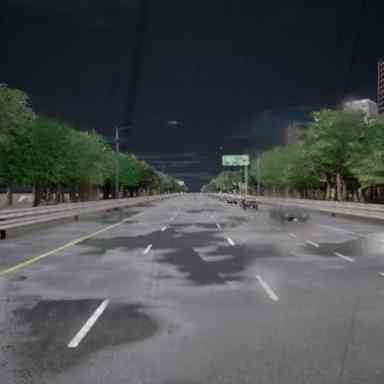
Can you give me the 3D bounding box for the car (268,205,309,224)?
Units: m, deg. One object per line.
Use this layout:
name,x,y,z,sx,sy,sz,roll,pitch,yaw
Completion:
car,7.032,1.604,24.757,1.895,1.301,4.718,0,0,0

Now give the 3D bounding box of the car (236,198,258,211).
car,7.096,1.510,41.885,1.837,1.490,4.892,0,0,0

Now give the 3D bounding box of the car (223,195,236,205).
car,7.196,1.600,60.345,1.895,1.301,4.718,0,0,0

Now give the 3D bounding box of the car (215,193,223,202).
car,7.338,1.505,79.317,2.128,1.511,4.902,0,0,0
